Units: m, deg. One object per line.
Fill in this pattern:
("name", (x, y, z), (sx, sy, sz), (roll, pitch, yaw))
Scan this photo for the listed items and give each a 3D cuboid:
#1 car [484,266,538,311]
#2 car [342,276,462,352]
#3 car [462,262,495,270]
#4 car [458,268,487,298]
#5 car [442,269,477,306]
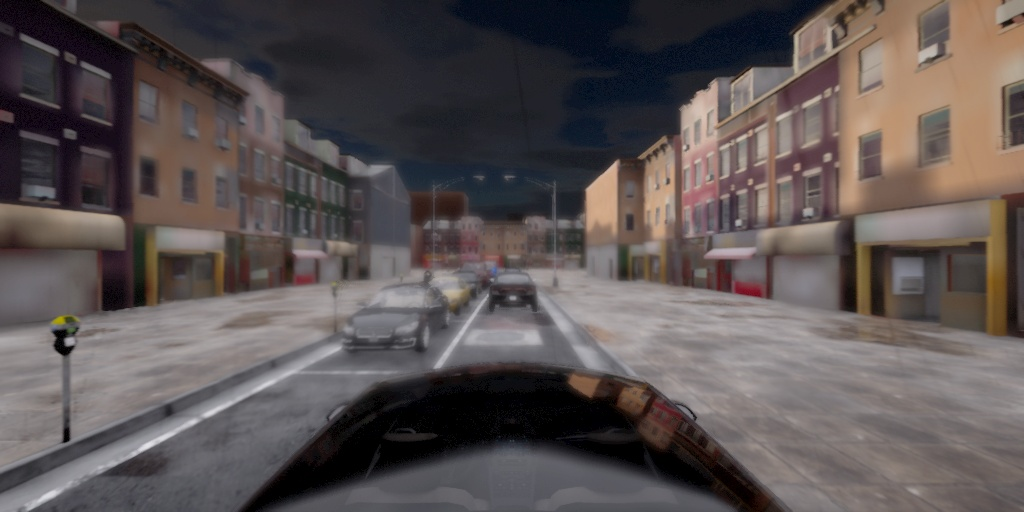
("car", (0.060, 1.390, 15.404), (1.882, 1.535, 5.008), (0, 0, 0))
("car", (-2.637, 1.387, 9.017), (2.007, 1.370, 4.403), (0, 0, 0))
("car", (-2.633, 1.347, 25.297), (2.192, 1.841, 5.009), (0, 0, 0))
("car", (-2.634, 1.533, 19.871), (1.948, 1.339, 4.313), (0, 0, 0))
("car", (-2.636, 1.427, 14.274), (1.751, 1.417, 4.829), (0, 0, 0))
